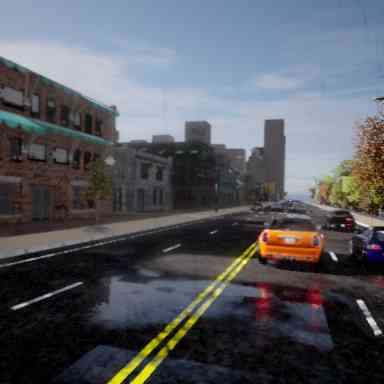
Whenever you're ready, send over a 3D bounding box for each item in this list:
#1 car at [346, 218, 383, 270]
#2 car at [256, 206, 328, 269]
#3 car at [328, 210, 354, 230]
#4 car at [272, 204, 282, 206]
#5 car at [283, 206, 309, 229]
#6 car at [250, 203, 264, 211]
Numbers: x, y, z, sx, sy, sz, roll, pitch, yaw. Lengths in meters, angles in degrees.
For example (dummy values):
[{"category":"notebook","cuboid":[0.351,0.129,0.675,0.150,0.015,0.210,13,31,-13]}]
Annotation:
[{"category":"car","cuboid":[7.012,1.921,12.022,1.994,1.385,4.181,1,-1,19]},{"category":"car","cuboid":[3.817,1.625,12.697,2.097,1.767,4.553,1,-1,19]},{"category":"car","cuboid":[11.572,2.174,26.082,1.837,1.490,4.892,1,0,19]},{"category":"car","cuboid":[14.349,2.678,56.016,2.033,1.411,5.357,1,-1,19]},{"category":"car","cuboid":[8.854,2.094,28.202,1.882,1.535,5.008,1,0,18]},{"category":"car","cuboid":[11.253,2.581,57.022,1.812,1.442,4.674,1,-1,19]}]
